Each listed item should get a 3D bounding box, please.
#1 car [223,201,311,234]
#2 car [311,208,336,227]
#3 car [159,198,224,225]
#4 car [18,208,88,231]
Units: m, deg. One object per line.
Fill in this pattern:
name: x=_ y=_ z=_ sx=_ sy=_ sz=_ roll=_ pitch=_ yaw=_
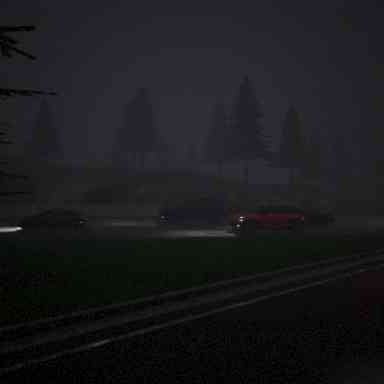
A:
car: x=4.556 y=1.580 z=20.516 sx=4.553 sy=1.767 sz=2.097 roll=0 pitch=-1 yaw=-12
car: x=8.017 y=1.834 z=24.741 sx=5.357 sy=1.411 sz=2.033 roll=0 pitch=-1 yaw=-17
car: x=0.122 y=1.490 z=26.703 sx=5.566 sy=2.045 sz=2.150 roll=0 pitch=-1 yaw=-8
car: x=-9.028 y=1.741 z=21.864 sx=4.181 sy=1.385 sz=1.994 roll=0 pitch=-1 yaw=-9
